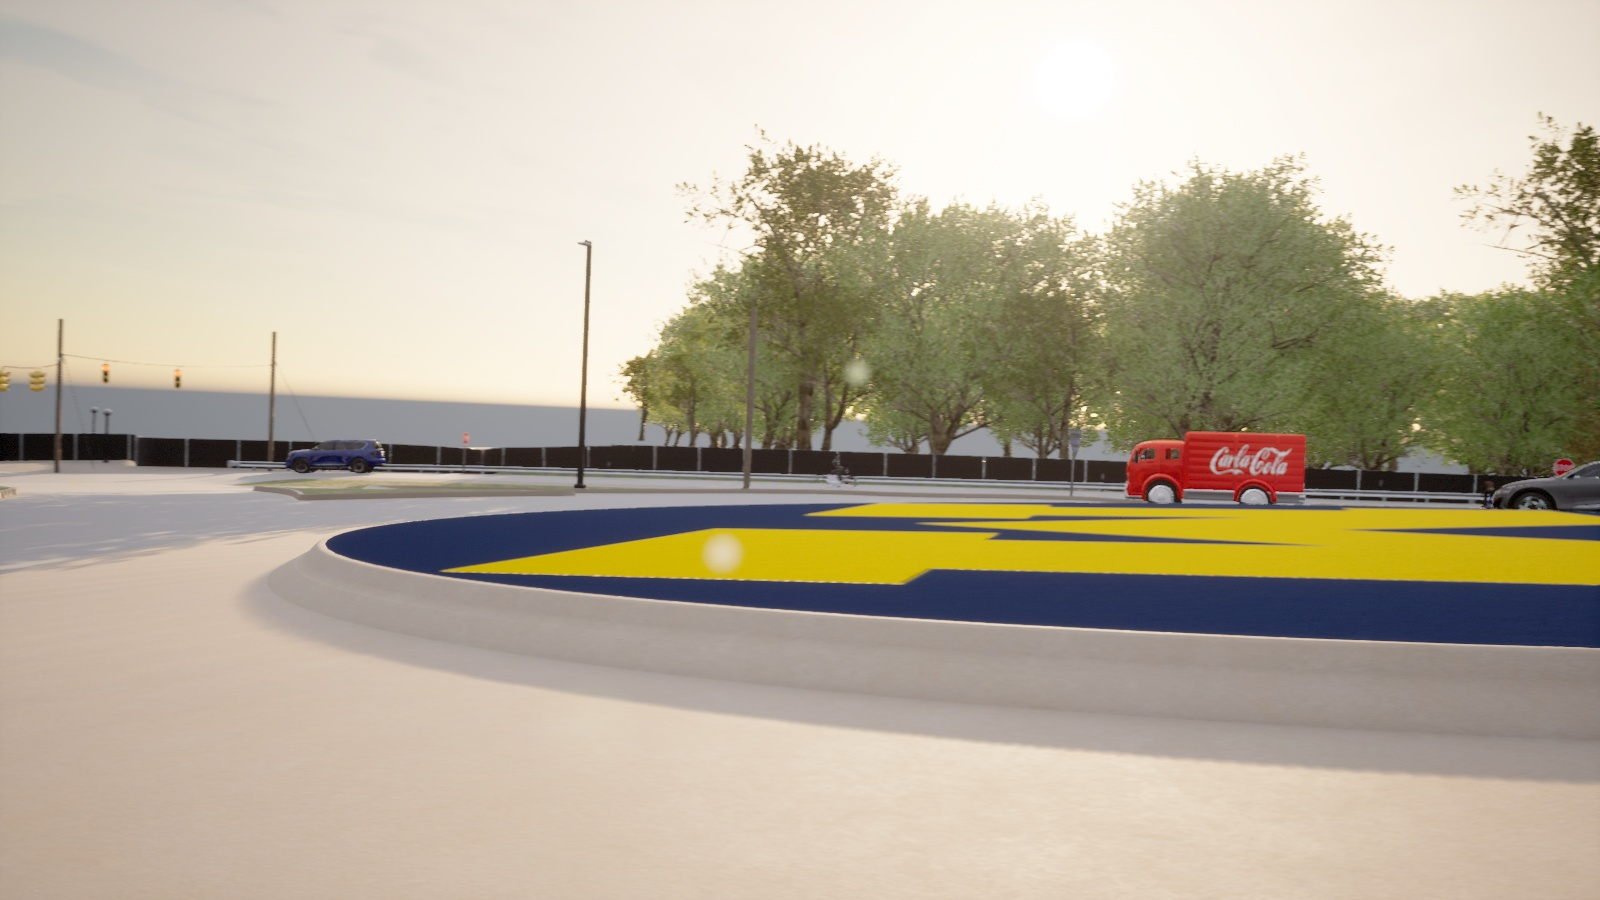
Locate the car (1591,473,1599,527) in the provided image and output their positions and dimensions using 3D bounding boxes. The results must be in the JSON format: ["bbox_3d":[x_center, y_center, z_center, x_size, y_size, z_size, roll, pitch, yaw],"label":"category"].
[{"bbox_3d":[27.191,1.609,39.136,2.097,1.767,4.553,2,-2,-1],"label":"car"}]

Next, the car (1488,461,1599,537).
[{"bbox_3d":[19.090,1.171,29.527,4.856,1.649,2.033,-1,-7,37],"label":"car"}]

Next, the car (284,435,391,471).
[{"bbox_3d":[-27.456,0.171,74.712,5.566,2.045,2.150,1,1,-5],"label":"car"}]

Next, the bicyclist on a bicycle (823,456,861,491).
[{"bbox_3d":[2.227,1.219,66.099,1.843,1.776,0.659,2,1,14],"label":"bicyclist on a bicycle"}]

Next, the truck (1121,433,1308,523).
[{"bbox_3d":[12.678,0.799,38.375,5.204,2.467,2.627,2,1,22],"label":"truck"}]
